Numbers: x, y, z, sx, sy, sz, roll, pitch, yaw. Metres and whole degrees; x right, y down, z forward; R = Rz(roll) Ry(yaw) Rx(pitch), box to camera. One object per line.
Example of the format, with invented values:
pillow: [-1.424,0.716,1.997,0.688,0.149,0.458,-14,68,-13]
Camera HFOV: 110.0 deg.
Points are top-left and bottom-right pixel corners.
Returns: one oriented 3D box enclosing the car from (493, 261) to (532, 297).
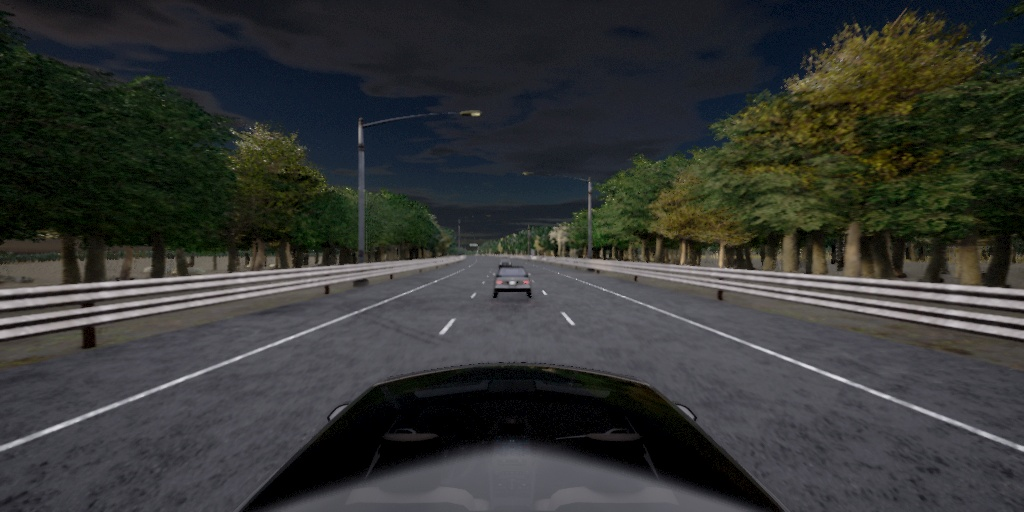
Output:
car: [-0.005,1.180,18.020,2.033,1.411,5.357,0,0,-1]

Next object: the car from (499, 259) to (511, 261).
car: [-0.995,1.008,50.158,1.895,1.301,4.718,0,0,-2]
